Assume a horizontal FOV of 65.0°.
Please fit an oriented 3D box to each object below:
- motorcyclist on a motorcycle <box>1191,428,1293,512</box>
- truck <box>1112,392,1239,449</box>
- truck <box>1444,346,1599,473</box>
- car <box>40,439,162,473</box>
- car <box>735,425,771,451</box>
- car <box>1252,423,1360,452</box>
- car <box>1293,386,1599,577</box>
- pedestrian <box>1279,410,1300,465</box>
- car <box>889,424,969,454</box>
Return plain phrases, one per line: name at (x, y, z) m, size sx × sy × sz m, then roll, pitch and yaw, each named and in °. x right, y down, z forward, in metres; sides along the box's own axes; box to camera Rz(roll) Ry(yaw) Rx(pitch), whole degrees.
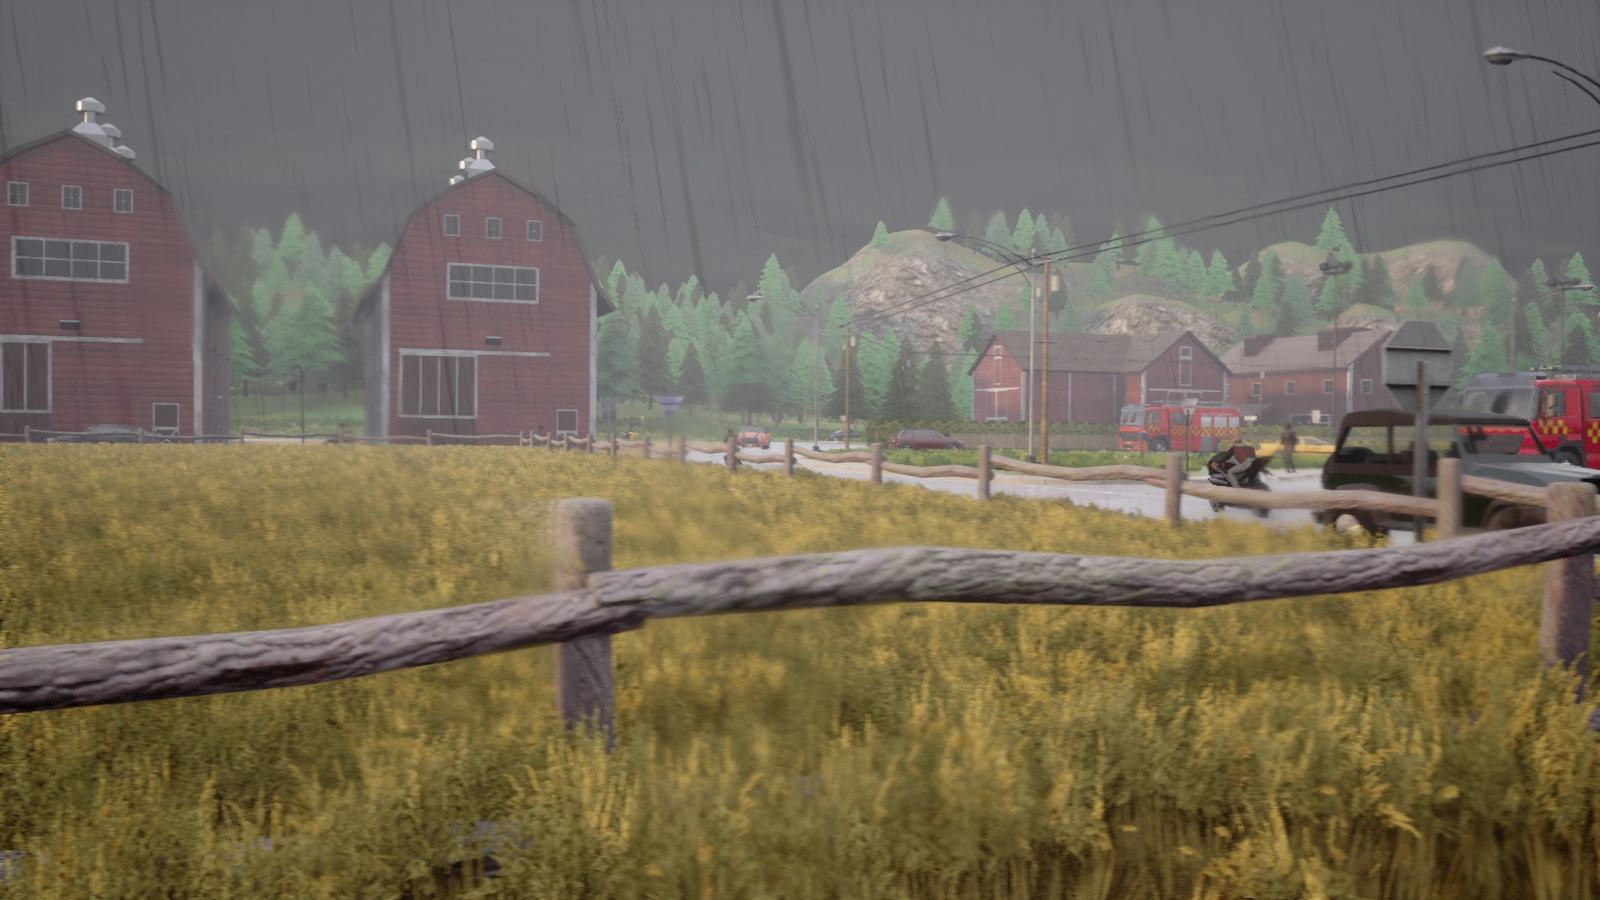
motorcyclist on a motorcycle at (8.422, 0.351, 24.039) m, size 0.866 × 1.530 × 2.191 m, roll 0°, pitch 1°, yaw -11°
truck at (26.281, -2.080, 87.809) m, size 8.468 × 3.827 × 2.891 m, roll -1°, pitch 1°, yaw -21°
truck at (25.215, -1.301, 40.657) m, size 8.468 × 3.827 × 2.891 m, roll -1°, pitch 1°, yaw -22°
car at (-31.528, 0.241, 56.773) m, size 4.674 × 1.442 × 1.812 m, roll -1°, pitch 1°, yaw -24°
car at (-3.326, -0.876, 89.133) m, size 2.097 × 1.767 × 4.553 m, roll -1°, pitch 1°, yaw 3°
car at (27.718, -0.683, 68.769) m, size 5.366 × 1.575 × 1.801 m, roll 0°, pitch 1°, yaw 26°
car at (7.854, 0.273, 14.500) m, size 1.905 × 1.878 × 3.866 m, roll -1°, pitch 1°, yaw -21°
pedestrian at (17.371, -0.460, 44.561) m, size 0.666 × 1.930 × 0.402 m, roll -1°, pitch 1°, yaw -37°
car at (7.908, -0.690, 77.324) m, size 4.553 × 1.767 × 2.097 m, roll -1°, pitch 1°, yaw -7°
